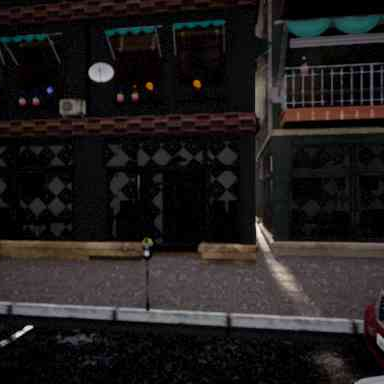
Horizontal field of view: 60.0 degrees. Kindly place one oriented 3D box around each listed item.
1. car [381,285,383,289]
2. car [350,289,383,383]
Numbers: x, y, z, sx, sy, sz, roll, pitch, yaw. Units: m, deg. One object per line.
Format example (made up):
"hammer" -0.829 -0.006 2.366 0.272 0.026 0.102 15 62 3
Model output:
"car" 4.541 1.314 3.242 5.009 1.841 2.192 0 0 8
"car" 3.080 1.526 1.556 4.674 1.442 1.812 0 0 7
